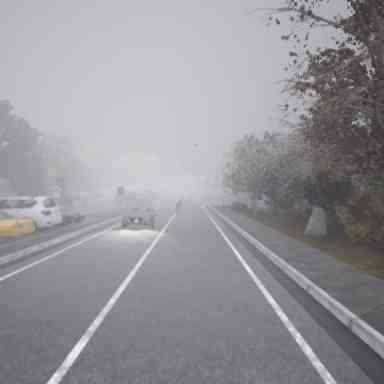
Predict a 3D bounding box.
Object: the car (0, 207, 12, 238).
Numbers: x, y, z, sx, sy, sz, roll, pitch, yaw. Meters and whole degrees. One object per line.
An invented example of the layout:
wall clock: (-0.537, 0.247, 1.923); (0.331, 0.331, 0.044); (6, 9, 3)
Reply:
car: (-10.141, 1.507, 12.873); (4.892, 1.521, 2.231); (0, 0, 0)

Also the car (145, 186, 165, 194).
car: (-10.015, 0.061, 87.214); (4.553, 1.767, 2.185); (0, 2, 0)

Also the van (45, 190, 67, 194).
van: (-23.139, 0.619, 53.785); (4.442, 1.987, 1.878); (1, 0, 0)

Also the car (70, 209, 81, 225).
car: (-10.097, 1.531, 21.202); (5.008, 1.535, 2.097); (0, 0, 0)

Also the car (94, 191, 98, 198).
car: (-23.136, 0.715, 70.400); (4.792, 1.488, 2.163); (0, 1, 0)

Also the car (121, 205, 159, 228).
car: (-3.270, 1.525, 21.554); (1.994, 1.385, 4.181); (0, 0, 0)

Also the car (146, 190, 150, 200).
car: (-10.198, 0.864, 56.575); (4.792, 1.488, 2.163); (0, 0, 0)

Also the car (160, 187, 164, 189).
car: (-10.031, 0.166, 84.436); (4.553, 1.767, 2.185); (0, 2, 0)

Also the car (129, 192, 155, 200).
car: (-10.095, 0.736, 67.722); (4.892, 1.521, 2.231); (0, 1, 0)

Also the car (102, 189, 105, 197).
car: (-23.126, 0.554, 75.979); (5.008, 1.535, 2.097); (0, 2, 0)

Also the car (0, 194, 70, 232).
car: (-10.134, 1.271, 18.427); (5.566, 2.045, 2.435); (0, 0, 0)

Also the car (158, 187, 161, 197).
car: (-10.019, 0.428, 76.078); (4.553, 1.767, 2.185); (0, 2, 0)

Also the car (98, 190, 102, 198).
car: (-23.143, 0.623, 73.190); (5.008, 1.535, 2.097); (0, 1, 0)

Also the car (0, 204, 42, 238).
car: (-10.306, 1.511, 15.651); (5.366, 1.575, 1.946); (0, 0, 0)

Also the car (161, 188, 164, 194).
car: (-10.046, 0.416, 81.655); (4.792, 1.488, 2.163); (0, 2, 0)

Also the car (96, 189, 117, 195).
car: (-23.053, 0.075, 89.913); (5.008, 1.535, 2.097); (0, 2, 0)

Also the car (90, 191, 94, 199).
car: (-23.367, 0.728, 67.745); (5.366, 1.575, 1.946); (0, 1, 0)

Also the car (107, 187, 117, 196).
car: (-22.879, 0.185, 87.124); (5.366, 1.575, 1.946); (0, 2, 0)

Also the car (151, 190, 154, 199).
car: (-10.130, 0.802, 62.140); (5.008, 1.535, 2.097); (0, 1, 0)

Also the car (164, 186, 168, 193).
car: (-9.944, -0.050, 92.790); (5.008, 1.535, 2.097); (0, 3, 0)

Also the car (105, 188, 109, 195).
car: (-23.108, 0.473, 78.896); (4.892, 1.521, 2.231); (0, 2, 0)

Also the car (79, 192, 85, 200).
car: (-23.244, 0.828, 62.157); (4.792, 1.488, 2.163); (0, 0, 0)

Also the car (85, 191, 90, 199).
car: (-23.384, 0.767, 64.950); (5.366, 1.575, 1.946); (0, 1, 0)

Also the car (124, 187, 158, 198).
car: (-10.147, 0.522, 64.930); (5.566, 2.045, 2.435); (0, 1, 0)

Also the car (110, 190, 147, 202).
car: (-10.156, 0.876, 53.791); (4.792, 1.488, 2.163); (0, 0, 0)

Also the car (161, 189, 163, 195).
car: (-10.005, 0.504, 78.869); (4.792, 1.488, 2.163); (0, 2, 0)

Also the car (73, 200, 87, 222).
car: (-10.048, 1.570, 23.978); (4.792, 1.488, 2.163); (0, 0, 0)

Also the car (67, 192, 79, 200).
car: (-23.235, 0.859, 59.245); (4.674, 1.452, 2.002); (0, 0, 0)

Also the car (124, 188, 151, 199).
car: (-10.183, 0.696, 59.360); (4.553, 1.767, 2.185); (0, 0, 0)
